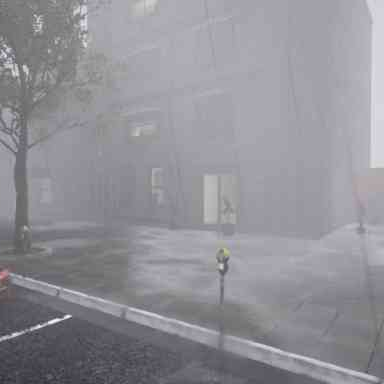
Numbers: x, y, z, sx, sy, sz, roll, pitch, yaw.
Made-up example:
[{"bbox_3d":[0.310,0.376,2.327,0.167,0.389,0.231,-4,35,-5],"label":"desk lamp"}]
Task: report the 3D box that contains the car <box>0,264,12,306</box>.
[{"bbox_3d":[-5.164,1.582,6.544,4.206,1.307,1.802,0,1,35],"label":"car"}]
